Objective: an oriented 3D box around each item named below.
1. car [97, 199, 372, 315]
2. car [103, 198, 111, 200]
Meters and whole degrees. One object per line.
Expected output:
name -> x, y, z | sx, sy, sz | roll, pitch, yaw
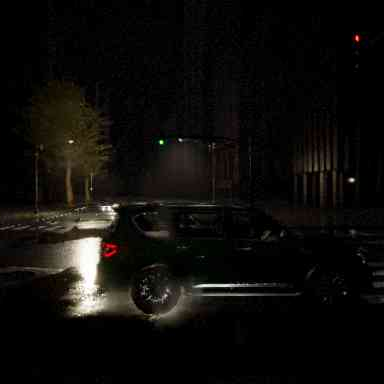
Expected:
car -> 0.819, 1.271, 7.232 | 5.566, 2.045, 2.150 | 0, 0, -2
car -> -16.042, 1.861, 63.115 | 2.128, 1.511, 4.902 | 0, 0, -11
